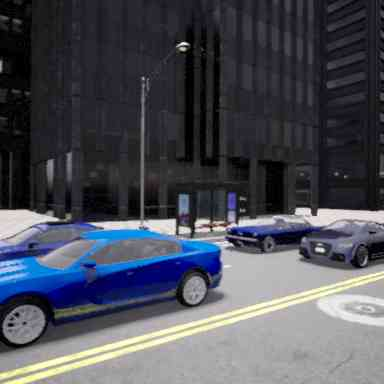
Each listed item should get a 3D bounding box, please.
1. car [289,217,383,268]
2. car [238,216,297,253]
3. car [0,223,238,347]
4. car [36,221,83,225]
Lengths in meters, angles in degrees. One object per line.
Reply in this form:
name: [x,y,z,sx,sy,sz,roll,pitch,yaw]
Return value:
car: [5.682,1.669,11.729,4.181,1.385,1.994,1,0,-36]
car: [3.687,1.705,14.291,4.718,1.301,1.895,1,0,-36]
car: [-1.642,1.499,6.504,5.008,1.535,1.882,1,0,-36]
car: [-3.839,1.544,8.926,4.674,1.442,1.812,1,0,-36]
